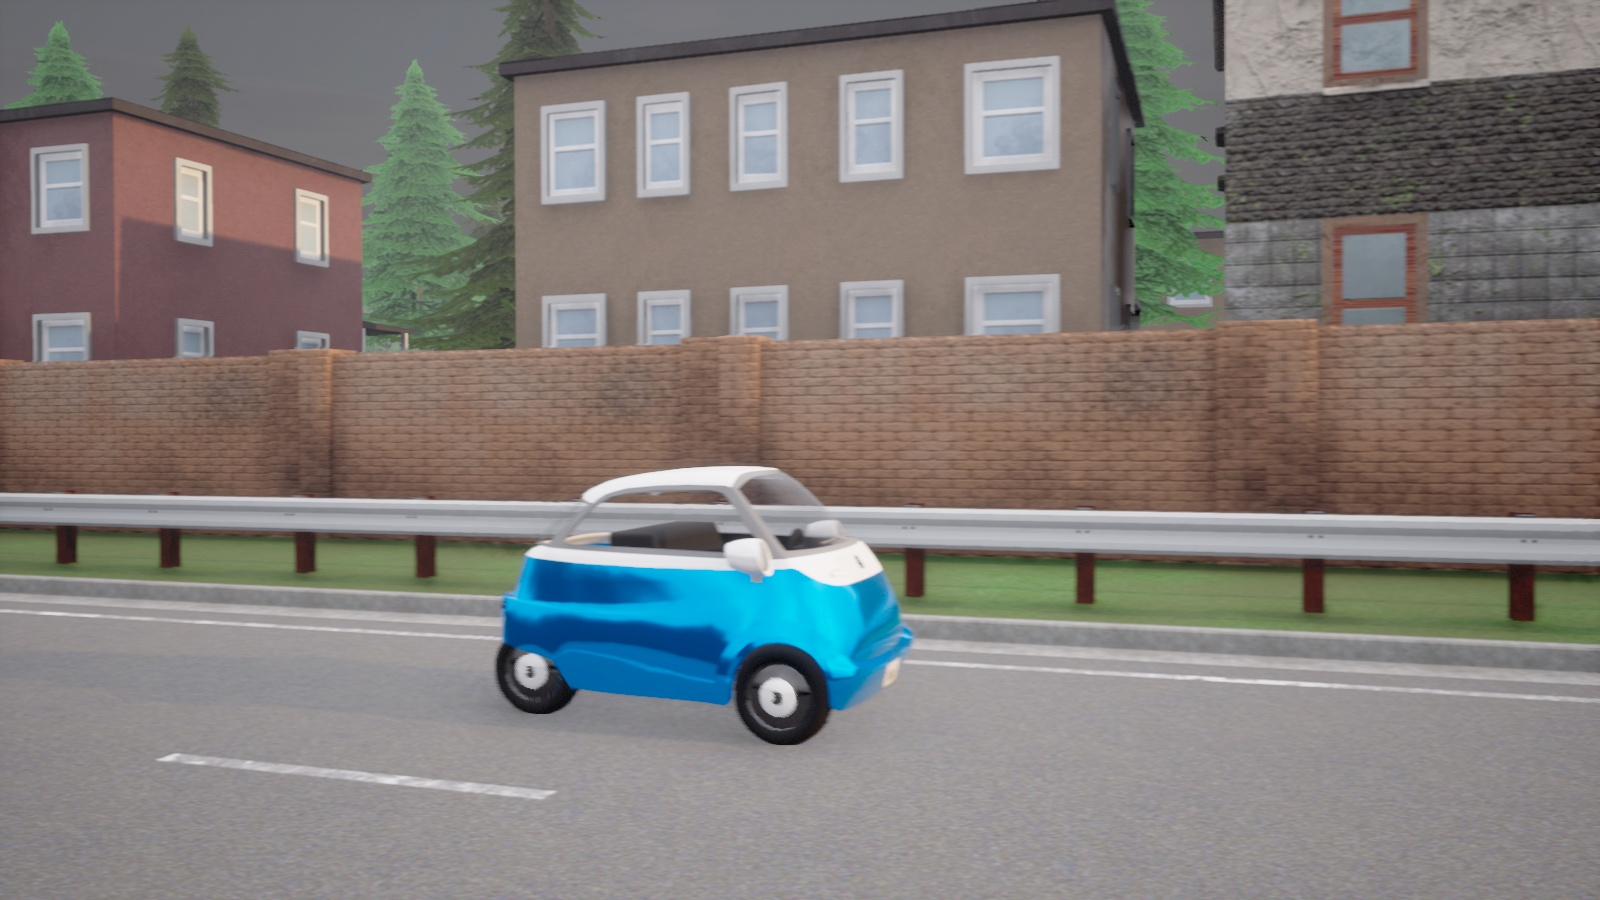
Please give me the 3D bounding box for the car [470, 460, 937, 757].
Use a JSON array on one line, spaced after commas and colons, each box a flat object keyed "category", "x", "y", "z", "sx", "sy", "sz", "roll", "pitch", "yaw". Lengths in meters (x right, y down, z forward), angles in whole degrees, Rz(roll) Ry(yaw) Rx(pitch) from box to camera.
[{"category": "car", "x": -0.473, "y": 0.767, "z": 7.043, "sx": 2.207, "sy": 1.376, "sz": 1.481, "roll": 0, "pitch": 1, "yaw": 19}]
